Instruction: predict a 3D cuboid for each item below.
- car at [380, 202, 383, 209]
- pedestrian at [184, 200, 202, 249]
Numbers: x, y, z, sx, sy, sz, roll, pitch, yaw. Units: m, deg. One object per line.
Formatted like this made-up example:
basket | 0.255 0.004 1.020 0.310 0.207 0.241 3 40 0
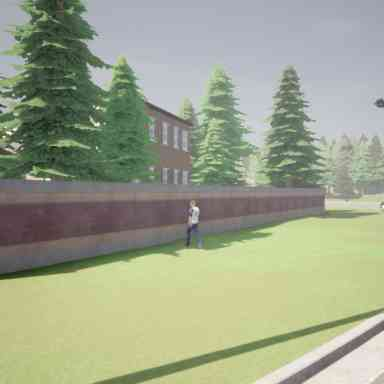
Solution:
car | 25.211 1.505 40.670 1.837 1.490 4.892 0 0 -6
pedestrian | 0.023 1.141 12.401 0.375 1.860 0.375 0 0 -42
